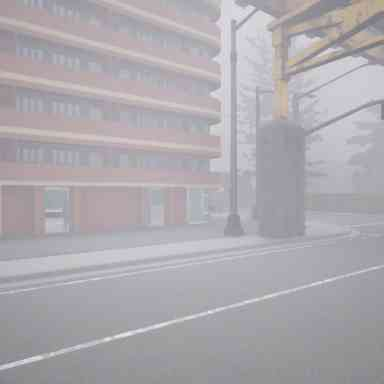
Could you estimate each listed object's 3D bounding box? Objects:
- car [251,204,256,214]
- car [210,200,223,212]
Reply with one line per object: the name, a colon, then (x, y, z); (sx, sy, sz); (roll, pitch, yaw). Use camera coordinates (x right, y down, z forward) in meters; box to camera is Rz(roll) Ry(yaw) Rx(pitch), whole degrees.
car: (7.367, 1.478, 29.208); (1.882, 1.535, 5.008); (0, 0, -35)
car: (1.467, 1.526, 37.593); (1.812, 1.442, 4.674); (0, 0, -35)
